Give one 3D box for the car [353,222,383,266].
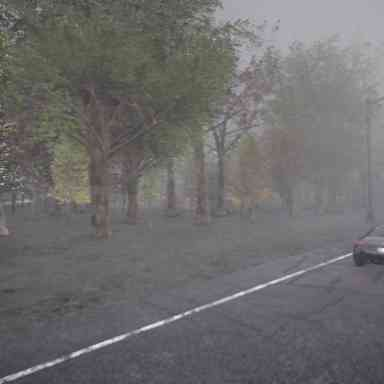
[{"bbox_3d":[7.052,1.695,11.238,1.994,1.385,4.181,-2,-2,44],"label":"car"}]
